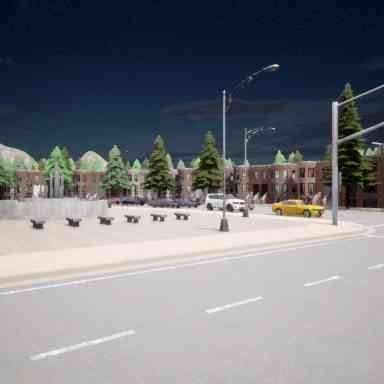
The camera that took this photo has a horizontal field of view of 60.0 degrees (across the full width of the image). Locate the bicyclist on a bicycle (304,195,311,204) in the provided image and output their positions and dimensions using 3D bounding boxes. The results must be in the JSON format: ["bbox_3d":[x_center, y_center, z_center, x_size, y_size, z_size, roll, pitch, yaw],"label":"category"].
[{"bbox_3d":[16.182,1.303,46.625,1.656,1.620,0.582,0,0,-37],"label":"bicyclist on a bicycle"}]

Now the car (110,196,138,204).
[{"bbox_3d":[-12.730,1.505,62.067,4.892,1.490,1.837,0,0,18],"label":"car"}]

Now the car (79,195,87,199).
[{"bbox_3d":[-22.551,1.352,63.996,4.553,1.767,2.097,0,0,7],"label":"car"}]

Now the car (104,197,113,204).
[{"bbox_3d":[-14.075,1.564,58.835,4.181,1.385,1.994,0,0,18],"label":"car"}]

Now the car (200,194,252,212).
[{"bbox_3d":[3.831,1.221,38.651,2.150,2.045,5.566,0,0,-39],"label":"car"}]

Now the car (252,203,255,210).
[{"bbox_3d":[5.689,1.526,41.745,1.812,1.442,4.674,0,0,-41],"label":"car"}]

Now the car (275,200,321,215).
[{"bbox_3d":[11.075,1.564,34.859,1.994,1.385,4.181,0,0,-37],"label":"car"}]

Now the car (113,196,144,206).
[{"bbox_3d":[-9.820,1.601,53.491,4.718,1.301,1.895,0,0,24],"label":"car"}]

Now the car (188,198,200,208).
[{"bbox_3d":[-1.248,1.547,48.412,5.357,1.411,2.033,0,0,37],"label":"car"}]

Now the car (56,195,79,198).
[{"bbox_3d":[-23.812,1.505,60.701,4.892,1.490,1.837,0,0,5],"label":"car"}]

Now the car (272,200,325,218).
[{"bbox_3d":[9.758,1.478,30.785,1.882,1.535,5.008,0,0,-37],"label":"car"}]

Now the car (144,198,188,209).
[{"bbox_3d":[-3.665,1.547,45.873,5.357,1.411,2.033,0,0,36],"label":"car"}]
